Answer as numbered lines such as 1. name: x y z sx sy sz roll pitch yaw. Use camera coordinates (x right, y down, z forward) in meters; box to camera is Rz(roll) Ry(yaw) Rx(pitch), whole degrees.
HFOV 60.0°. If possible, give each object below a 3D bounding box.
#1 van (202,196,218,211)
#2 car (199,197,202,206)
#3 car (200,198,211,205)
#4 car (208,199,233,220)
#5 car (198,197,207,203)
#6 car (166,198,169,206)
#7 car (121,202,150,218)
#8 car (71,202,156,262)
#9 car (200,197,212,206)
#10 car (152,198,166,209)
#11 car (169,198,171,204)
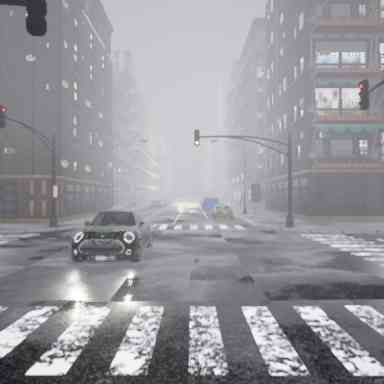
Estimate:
1. van: 2.625 1.558 43.869 1.690 1.788 3.998 1 0 0
2. car: 2.594 1.563 49.523 2.192 1.841 5.009 1 0 0
3. car: 2.597 1.894 66.490 2.008 1.369 4.403 1 0 0
4. car: 2.715 1.669 30.035 1.752 1.417 4.829 1 0 0
5. car: 2.603 1.990 83.458 1.887 1.381 4.507 1 0 0
6. car: -5.287 1.803 54.954 1.752 1.417 4.829 1 0 0
7. car: -5.424 1.707 32.493 2.008 1.369 4.403 1 0 0
8. car: -2.745 1.408 12.248 2.097 1.767 4.553 0 0 0
9. car: 2.597 1.751 60.834 1.967 1.590 4.097 1 0 0
10. car: -5.289 1.829 49.466 1.802 1.307 4.206 1 0 0
11. car: -5.285 1.892 60.781 1.802 1.307 4.206 1 0 0
